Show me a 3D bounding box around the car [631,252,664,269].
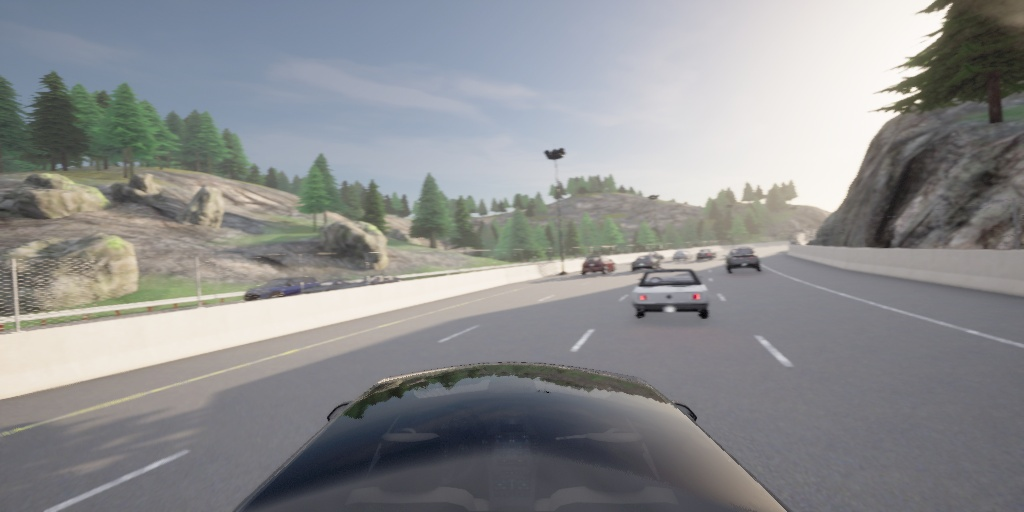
[{"bbox_3d":[11.987,0.606,32.095,1.994,1.385,4.181,-4,0,31],"label":"car"}]

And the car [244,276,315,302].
[{"bbox_3d":[-15.706,2.314,25.112,2.097,1.767,4.553,-4,0,26],"label":"car"}]

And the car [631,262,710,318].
[{"bbox_3d":[4.978,1.042,11.299,1.895,1.301,4.718,-4,0,24],"label":"car"}]

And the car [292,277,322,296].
[{"bbox_3d":[-12.121,2.271,24.492,1.994,1.385,4.181,-4,0,26],"label":"car"}]

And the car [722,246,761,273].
[{"bbox_3d":[15.393,0.257,24.089,2.128,1.511,4.902,-4,0,29],"label":"car"}]

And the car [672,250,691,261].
[{"bbox_3d":[23.041,-0.137,48.576,1.812,1.442,4.674,-4,0,37],"label":"car"}]

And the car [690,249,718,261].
[{"bbox_3d":[23.926,-0.198,44.109,2.033,1.411,5.357,-4,0,36],"label":"car"}]

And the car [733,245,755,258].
[{"bbox_3d":[29.382,-0.560,45.348,1.994,1.385,4.181,-4,0,37],"label":"car"}]

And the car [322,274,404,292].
[{"bbox_3d":[-9.019,1.973,22.910,2.128,1.511,4.902,-4,0,26],"label":"car"}]

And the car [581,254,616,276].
[{"bbox_3d":[7.713,0.693,31.766,2.097,1.767,4.553,-4,0,30],"label":"car"}]
